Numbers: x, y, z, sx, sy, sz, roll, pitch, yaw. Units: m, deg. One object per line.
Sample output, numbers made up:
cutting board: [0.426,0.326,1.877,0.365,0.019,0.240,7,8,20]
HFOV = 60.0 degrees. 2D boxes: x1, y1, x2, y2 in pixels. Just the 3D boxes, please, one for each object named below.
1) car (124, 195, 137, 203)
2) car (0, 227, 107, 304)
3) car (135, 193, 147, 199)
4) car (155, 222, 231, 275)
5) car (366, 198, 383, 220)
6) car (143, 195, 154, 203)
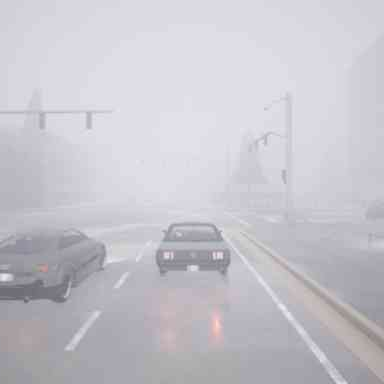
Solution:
car: [-12.168,1.345,66.125,2.033,1.411,5.357,0,0,-1]
car: [-3.471,1.539,8.161,1.994,1.385,4.181,0,0,0]
car: [-12.598,0.978,82.461,2.128,1.511,4.902,0,0,-2]
car: [0.015,1.570,10.345,1.895,1.301,4.718,0,0,0]
car: [15.711,1.263,24.966,4.553,1.767,2.097,0,0,-2]
car: [-8.675,1.327,66.290,1.812,1.442,4.674,0,0,-1]
